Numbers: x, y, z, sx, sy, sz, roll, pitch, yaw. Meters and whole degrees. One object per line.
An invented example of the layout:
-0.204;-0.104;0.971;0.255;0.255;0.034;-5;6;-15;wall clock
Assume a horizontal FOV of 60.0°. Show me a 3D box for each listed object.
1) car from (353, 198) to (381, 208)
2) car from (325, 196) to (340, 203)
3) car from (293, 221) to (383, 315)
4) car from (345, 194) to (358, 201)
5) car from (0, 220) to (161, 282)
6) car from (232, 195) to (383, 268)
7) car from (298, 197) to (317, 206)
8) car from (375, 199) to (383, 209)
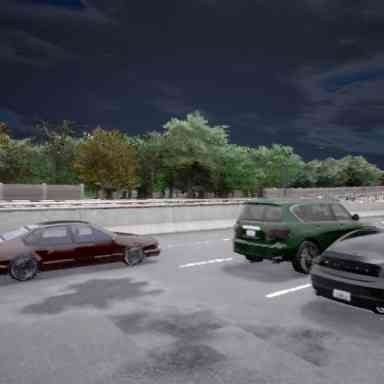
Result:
28.700;1.777;54.491;5.008;1.535;1.882;1;-1;-35;car
31.032;1.611;73.583;1.837;1.490;4.892;1;1;38;car
4.536;1.514;7.107;4.892;1.490;1.837;0;0;-36;car
41.131;1.438;85.756;1.837;1.490;4.892;1;1;41;car
-3.601;1.550;9.777;5.357;1.411;2.033;0;0;-36;car
3.813;1.233;10.767;5.566;2.045;2.150;0;0;-35;car
21.232;1.734;61.183;1.994;1.385;4.181;1;1;39;car
30.852;1.850;51.726;5.357;1.411;2.033;1;-1;-35;car
